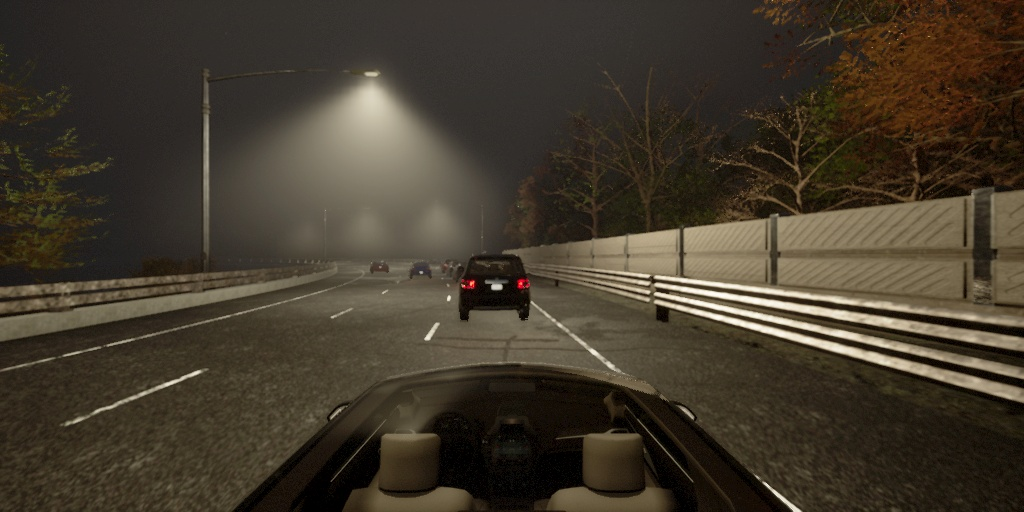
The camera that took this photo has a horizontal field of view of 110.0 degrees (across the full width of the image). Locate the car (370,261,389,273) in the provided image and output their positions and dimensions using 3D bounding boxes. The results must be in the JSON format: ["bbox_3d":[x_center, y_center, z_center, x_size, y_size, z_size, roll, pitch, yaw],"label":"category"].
[{"bbox_3d":[-15.860,1.261,42.801,1.994,1.385,4.181,0,0,-23],"label":"car"}]

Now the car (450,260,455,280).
[{"bbox_3d":[-3.564,1.238,27.841,1.812,1.442,4.674,0,0,-14],"label":"car"}]

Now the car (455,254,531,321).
[{"bbox_3d":[-0.729,0.955,12.647,2.150,2.045,5.566,0,0,-6],"label":"car"}]

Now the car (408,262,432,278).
[{"bbox_3d":[-8.426,1.233,32.781,1.812,1.442,4.674,0,0,-17],"label":"car"}]

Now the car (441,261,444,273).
[{"bbox_3d":[-7.139,1.045,41.817,2.097,1.767,4.553,0,0,-13],"label":"car"}]

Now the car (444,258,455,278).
[{"bbox_3d":[-5.105,1.210,33.834,1.837,1.490,4.892,0,0,-15],"label":"car"}]
